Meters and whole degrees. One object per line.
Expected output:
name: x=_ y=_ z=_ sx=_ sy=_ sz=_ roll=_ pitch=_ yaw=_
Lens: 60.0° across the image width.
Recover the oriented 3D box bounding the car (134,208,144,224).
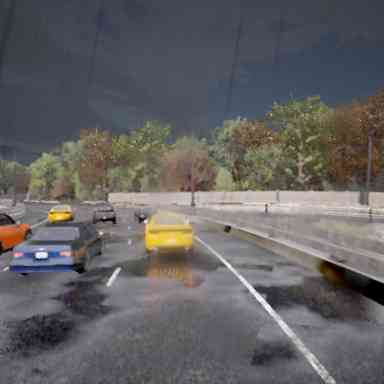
car: x=-3.948 y=1.995 z=28.848 sx=1.895 sy=1.301 sz=4.718 roll=0 pitch=-1 yaw=-15

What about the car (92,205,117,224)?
car: x=-7.518 y=1.898 z=28.646 sx=2.128 sy=1.511 sz=4.902 roll=0 pitch=-1 yaw=-15

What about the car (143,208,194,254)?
car: x=-1.089 y=1.675 z=14.674 sx=1.882 sy=1.535 sz=5.008 roll=0 pitch=-1 yaw=-8

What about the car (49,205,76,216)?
car: x=-11.258 y=1.903 z=29.002 sx=1.882 sy=1.535 sz=5.008 roll=0 pitch=0 yaw=-16

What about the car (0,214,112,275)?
car: x=-4.153 y=1.711 z=11.089 sx=2.033 sy=1.411 sz=5.357 roll=0 pitch=-1 yaw=-6

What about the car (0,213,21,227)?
car: x=-7.894 y=1.552 z=12.858 sx=2.097 sy=1.767 sz=4.553 roll=0 pitch=-1 yaw=-7
